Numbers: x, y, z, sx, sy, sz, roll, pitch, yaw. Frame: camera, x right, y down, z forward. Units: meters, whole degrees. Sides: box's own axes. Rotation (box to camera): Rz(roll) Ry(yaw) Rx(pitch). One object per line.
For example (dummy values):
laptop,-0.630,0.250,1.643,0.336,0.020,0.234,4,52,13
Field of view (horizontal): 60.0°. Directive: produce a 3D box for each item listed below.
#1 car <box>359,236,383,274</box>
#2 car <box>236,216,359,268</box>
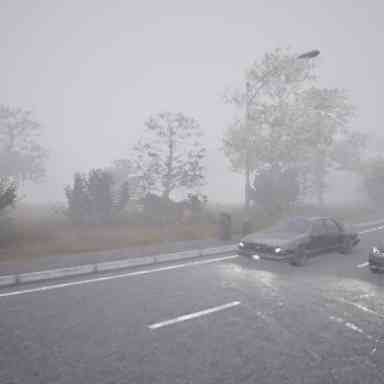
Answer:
car,6.846,1.539,9.586,4.674,1.442,1.812,0,0,-40
car,3.964,1.568,11.678,5.357,1.411,2.033,0,0,-40
